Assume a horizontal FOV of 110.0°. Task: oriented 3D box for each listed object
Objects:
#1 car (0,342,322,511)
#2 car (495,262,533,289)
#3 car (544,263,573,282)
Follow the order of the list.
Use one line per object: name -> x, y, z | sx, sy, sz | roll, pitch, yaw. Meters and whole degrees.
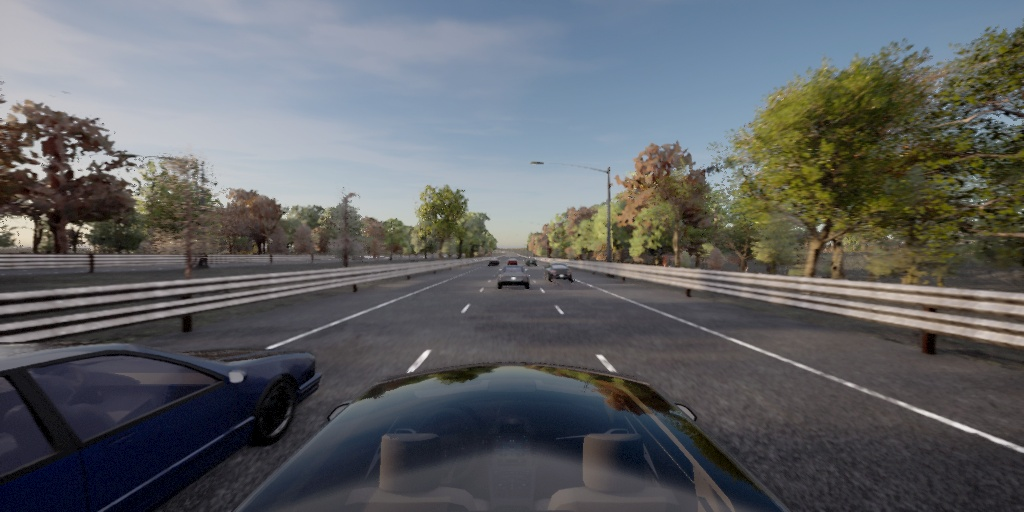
car -> -3.401, 1.297, 2.200 | 2.033, 1.411, 5.357 | 0, 0, 0
car -> 0.095, 1.304, 23.354 | 1.994, 1.385, 4.181 | 0, 0, 0
car -> 3.592, 1.262, 28.249 | 1.812, 1.442, 4.674 | 0, 0, 0
